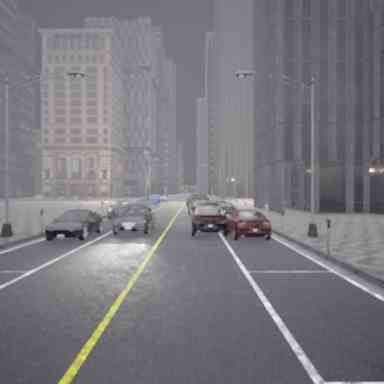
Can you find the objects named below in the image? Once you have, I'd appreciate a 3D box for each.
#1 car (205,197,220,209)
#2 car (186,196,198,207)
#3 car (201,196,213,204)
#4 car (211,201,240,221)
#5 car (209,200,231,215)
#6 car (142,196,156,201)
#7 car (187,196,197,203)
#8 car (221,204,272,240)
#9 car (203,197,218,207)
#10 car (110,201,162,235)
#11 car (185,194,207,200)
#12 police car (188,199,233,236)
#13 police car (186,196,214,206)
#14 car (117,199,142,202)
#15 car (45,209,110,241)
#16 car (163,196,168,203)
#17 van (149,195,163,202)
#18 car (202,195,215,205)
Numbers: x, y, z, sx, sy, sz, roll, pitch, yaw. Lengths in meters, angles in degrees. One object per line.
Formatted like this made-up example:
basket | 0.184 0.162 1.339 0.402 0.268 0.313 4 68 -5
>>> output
car | 2.766 1.488 45.149 1.752 1.417 4.829 0 0 0
car | 0.007 1.458 52.069 1.837 1.490 4.892 0 0 0
car | 2.768 1.489 61.902 2.008 1.369 4.403 0 0 0
car | 2.764 1.532 28.057 2.008 1.369 4.403 0 0 0
car | 2.764 1.542 33.698 1.947 1.339 4.313 0 0 0
car | -5.760 1.536 39.338 1.947 1.339 4.313 0 0 0
car | 0.009 1.475 68.150 1.994 1.385 4.181 0 0 0
car | 2.762 1.535 16.776 1.887 1.381 4.507 0 0 0
car | 2.767 1.506 50.620 2.008 1.369 4.403 0 0 0
car | -3.097 1.481 18.606 2.128 1.511 4.902 0 0 0
car | 0.681 1.198 34.542 2.150 2.045 5.566 0 0 0
police car | 0.890 1.416 18.621 1.930 1.638 5.238 0 0 0
police car | 0.776 1.407 28.593 1.930 1.638 5.238 0 0 -2
car | -5.762 1.422 28.056 1.967 1.590 4.097 0 0 0
car | -5.763 1.557 16.774 1.947 1.339 4.313 0 0 0
car | -5.756 1.481 67.543 2.008 1.369 4.403 0 0 0
van | -5.759 1.297 50.620 1.690 1.788 3.998 0 0 0
car | 2.767 1.387 56.261 1.967 1.590 4.097 0 0 0
